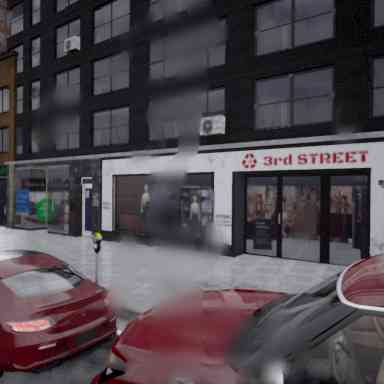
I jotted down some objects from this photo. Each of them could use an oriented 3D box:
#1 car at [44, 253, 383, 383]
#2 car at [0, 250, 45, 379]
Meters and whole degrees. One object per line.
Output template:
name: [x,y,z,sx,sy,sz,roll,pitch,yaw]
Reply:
car: [1.599,1.315,1.933,5.009,1.841,2.192,0,1,35]
car: [-2.954,1.580,5.168,4.206,1.307,1.802,0,1,35]
